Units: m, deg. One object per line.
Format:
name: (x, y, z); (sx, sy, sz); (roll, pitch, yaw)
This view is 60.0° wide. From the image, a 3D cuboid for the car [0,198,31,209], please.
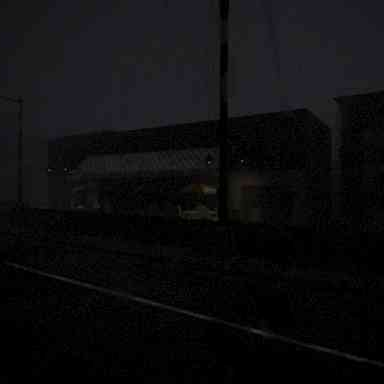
car: (-21.352, 1.334, 38.995); (1.895, 1.301, 4.718); (0, 0, 20)
